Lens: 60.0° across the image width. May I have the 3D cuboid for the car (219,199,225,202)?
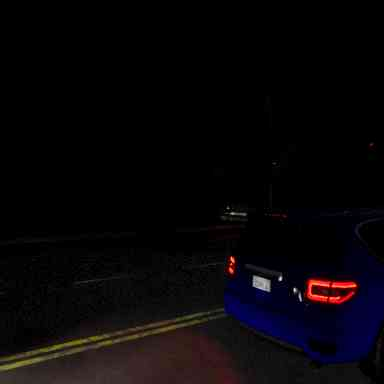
[{"bbox_3d":[2.656,1.491,38.116,2.128,1.511,4.902,0,0,-31],"label":"car"}]

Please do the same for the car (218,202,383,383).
[{"bbox_3d":[3.109,1.221,5.558,5.566,2.045,2.150,0,0,-33],"label":"car"}]

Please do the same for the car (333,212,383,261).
[{"bbox_3d":[8.089,1.547,12.920,5.357,1.411,2.033,0,0,-31],"label":"car"}]

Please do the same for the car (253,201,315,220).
[{"bbox_3d":[7.942,1.547,29.232,2.033,1.411,5.357,0,0,-31],"label":"car"}]
